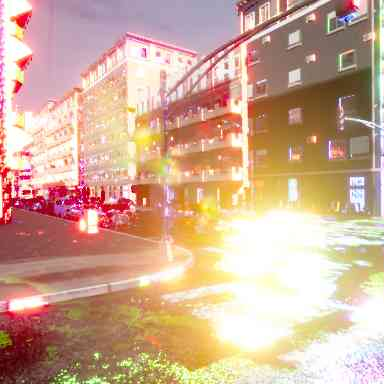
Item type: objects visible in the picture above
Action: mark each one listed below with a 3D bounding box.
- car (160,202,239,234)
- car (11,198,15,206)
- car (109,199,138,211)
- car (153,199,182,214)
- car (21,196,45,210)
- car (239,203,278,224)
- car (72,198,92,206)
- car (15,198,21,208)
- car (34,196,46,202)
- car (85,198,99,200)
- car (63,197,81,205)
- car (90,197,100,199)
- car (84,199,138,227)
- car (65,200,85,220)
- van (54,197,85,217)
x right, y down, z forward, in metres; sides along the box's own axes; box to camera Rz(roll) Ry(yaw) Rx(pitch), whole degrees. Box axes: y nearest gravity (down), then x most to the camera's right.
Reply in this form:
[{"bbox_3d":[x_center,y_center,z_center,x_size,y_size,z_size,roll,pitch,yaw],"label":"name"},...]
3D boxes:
[{"bbox_3d":[0.285,1.562,19.817,1.837,1.490,4.892,-1,0,-35],"label":"car"},{"bbox_3d":[-31.775,1.782,59.860,1.887,1.381,4.507,-1,1,-36],"label":"car"},{"bbox_3d":[-8.803,1.581,42.304,2.008,1.369,4.403,-1,1,-36],"label":"car"},{"bbox_3d":[-2.335,1.441,33.322,1.967,1.590,4.097,-1,1,-36],"label":"car"},{"bbox_3d":[-22.073,1.628,46.387,1.967,1.590,4.097,-1,1,-36],"label":"car"},{"bbox_3d":[4.036,1.498,24.480,1.752,1.417,4.829,-1,1,-36],"label":"car"},{"bbox_3d":[-18.507,1.643,55.776,1.947,1.339,4.313,-1,1,-36],"label":"car"},{"bbox_3d":[-25.306,1.769,50.879,1.947,1.339,4.313,-1,1,-36],"label":"car"},{"bbox_3d":[-37.914,1.728,82.720,1.887,1.381,4.507,-1,1,-36],"label":"car"},{"bbox_3d":[-12.626,1.661,37.719,2.033,1.411,5.357,-1,0,-36],"label":"car"},{"bbox_3d":[-21.741,1.645,60.267,2.008,1.369,4.403,-1,1,-36],"label":"car"},{"bbox_3d":[-15.274,1.502,51.284,1.967,1.590,4.097,-1,1,-36],"label":"car"},{"bbox_3d":[-5.900,1.553,23.935,1.967,1.590,4.097,-1,1,-36],"label":"car"},{"bbox_3d":[-9.034,1.652,28.288,1.752,1.417,4.829,-1,1,-36],"label":"car"},{"bbox_3d":[-12.370,1.483,32.915,1.690,1.788,3.998,-1,1,-36],"label":"van"}]
